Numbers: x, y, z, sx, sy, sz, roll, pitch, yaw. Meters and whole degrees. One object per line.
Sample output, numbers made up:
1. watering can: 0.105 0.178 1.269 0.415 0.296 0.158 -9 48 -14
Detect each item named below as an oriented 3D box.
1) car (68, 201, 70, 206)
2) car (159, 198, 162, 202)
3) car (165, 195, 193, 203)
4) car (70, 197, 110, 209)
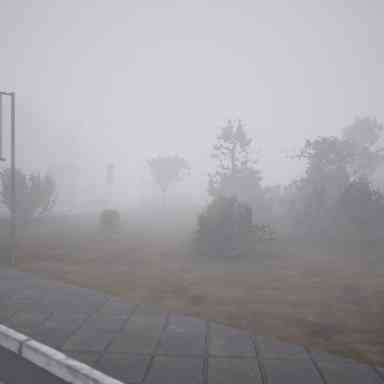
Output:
1. car: -15.698 1.447 48.789 2.128 1.511 4.902 0 1 39
2. car: -4.811 1.325 62.289 1.895 1.301 4.718 0 1 37
3. car: -2.004 1.328 60.199 2.033 1.411 5.357 0 1 37
4. car: -13.594 1.454 45.823 2.128 1.511 4.902 0 0 39
